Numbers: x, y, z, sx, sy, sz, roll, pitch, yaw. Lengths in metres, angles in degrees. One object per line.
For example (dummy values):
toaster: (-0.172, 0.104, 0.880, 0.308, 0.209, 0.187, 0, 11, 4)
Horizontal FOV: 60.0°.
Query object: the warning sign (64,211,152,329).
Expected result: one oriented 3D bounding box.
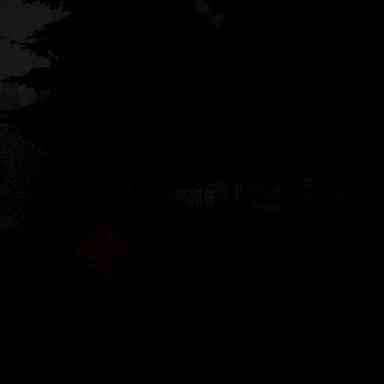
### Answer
warning sign: (-1.596, 1.338, 6.334, 1.300, 1.860, 1.060, 0, 0, -39)
